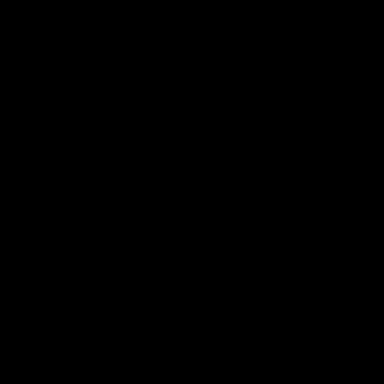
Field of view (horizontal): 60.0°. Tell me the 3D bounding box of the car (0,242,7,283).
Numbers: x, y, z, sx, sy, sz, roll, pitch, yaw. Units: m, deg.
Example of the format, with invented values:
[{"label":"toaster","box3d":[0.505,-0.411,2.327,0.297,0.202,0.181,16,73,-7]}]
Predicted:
[{"label":"car","box3d":[-6.310,1.413,8.230,3.806,1.475,1.970,0,0,37]}]
